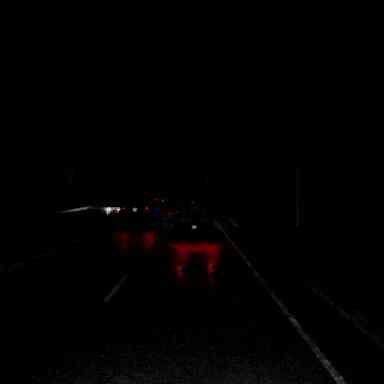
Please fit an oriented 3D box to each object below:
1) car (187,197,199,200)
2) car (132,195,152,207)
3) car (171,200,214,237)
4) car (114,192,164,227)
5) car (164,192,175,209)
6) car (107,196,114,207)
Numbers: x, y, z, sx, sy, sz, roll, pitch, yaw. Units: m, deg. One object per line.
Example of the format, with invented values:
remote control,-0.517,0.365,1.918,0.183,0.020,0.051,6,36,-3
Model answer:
car,0.095,1.333,39.662,2.128,1.511,4.902,0,0,0
car,-7.079,1.277,47.975,2.128,1.511,4.902,0,0,0
car,0.098,1.413,17.502,1.882,1.535,5.008,0,0,0
car,-3.402,1.139,22.460,2.150,2.045,5.566,0,0,0
car,-3.405,1.056,41.136,2.150,2.045,5.566,0,1,0
car,-10.580,1.269,46.996,1.882,1.535,5.008,0,0,0
